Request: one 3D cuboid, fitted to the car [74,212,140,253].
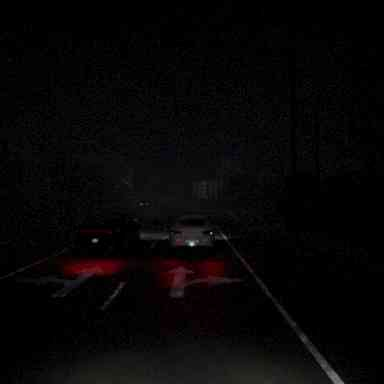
[{"bbox_3d":[-3.499,1.620,14.489,1.882,1.535,5.008,0,0,0],"label":"car"}]

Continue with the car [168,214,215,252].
[{"bbox_3d":[0.000,1.667,14.387,1.812,1.442,4.674,0,0,0],"label":"car"}]
